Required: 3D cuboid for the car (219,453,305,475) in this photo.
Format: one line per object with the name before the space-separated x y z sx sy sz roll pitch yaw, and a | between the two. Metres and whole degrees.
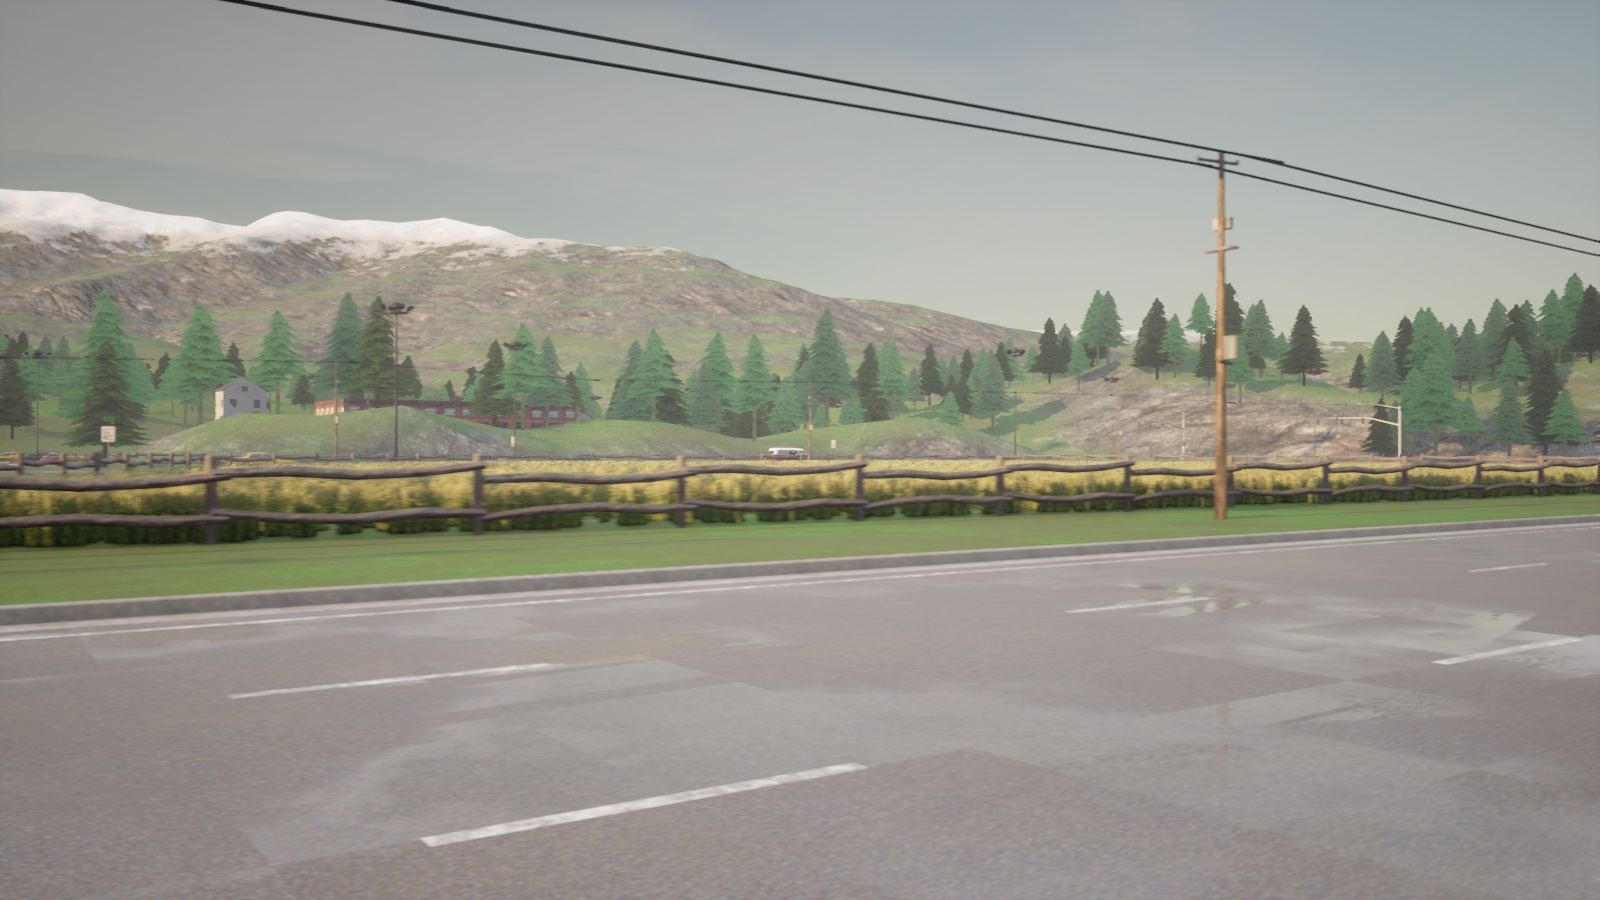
car | -38.537 0.986 90.017 5.366 1.575 1.801 0 0 -35
